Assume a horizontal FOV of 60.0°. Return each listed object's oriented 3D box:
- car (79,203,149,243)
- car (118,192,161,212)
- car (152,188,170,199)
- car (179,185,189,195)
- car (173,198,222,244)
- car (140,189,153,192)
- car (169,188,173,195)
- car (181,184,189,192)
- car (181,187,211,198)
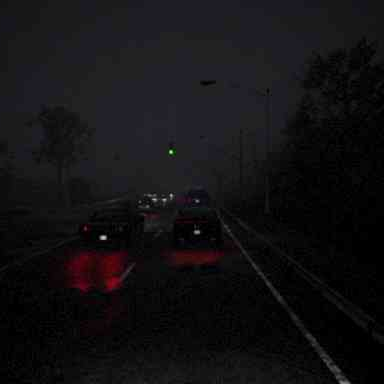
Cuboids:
[{"bbox_3d":[-3.283,1.380,14.638,1.895,1.301,4.718,0,1,1],"label":"car"},{"bbox_3d":[-5.258,1.031,30.794,2.128,1.511,4.902,0,1,-35],"label":"car"},{"bbox_3d":[-5.894,0.535,64.273,1.837,1.490,4.892,0,1,2],"label":"car"},{"bbox_3d":[-2.075,-0.112,78.294,2.033,1.411,5.357,0,4,1],"label":"car"},{"bbox_3d":[0.216,1.259,14.536,1.882,1.535,5.008,0,1,1],"label":"car"},{"bbox_3d":[-9.391,0.533,64.297,1.837,1.490,4.892,0,1,2],"label":"car"},{"bbox_3d":[-5.546,-0.221,79.726,1.812,1.442,4.674,0,4,1],"label":"car"},{"bbox_3d":[-1.853,-1.146,88.655,2.097,1.767,4.553,0,4,1],"label":"car"},{"bbox_3d":[0.484,0.785,29.341,2.150,2.045,5.566,0,1,1],"label":"car"}]
